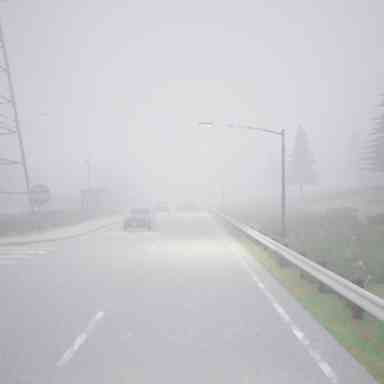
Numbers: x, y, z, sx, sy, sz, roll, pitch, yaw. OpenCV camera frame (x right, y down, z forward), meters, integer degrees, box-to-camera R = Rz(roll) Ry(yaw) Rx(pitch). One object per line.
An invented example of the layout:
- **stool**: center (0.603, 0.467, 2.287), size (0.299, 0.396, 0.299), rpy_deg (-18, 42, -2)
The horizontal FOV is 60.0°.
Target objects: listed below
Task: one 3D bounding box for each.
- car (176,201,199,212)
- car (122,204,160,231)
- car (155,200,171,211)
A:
- **car**: center (-0.783, 2.155, 50.064), size (2.128, 1.511, 4.902), rpy_deg (0, -1, -29)
- **car**: center (-3.597, 1.816, 23.445), size (1.837, 1.490, 4.892), rpy_deg (0, -1, 0)
- **car**: center (-3.510, 1.735, 39.050), size (1.837, 1.490, 4.892), rpy_deg (0, -1, 0)
